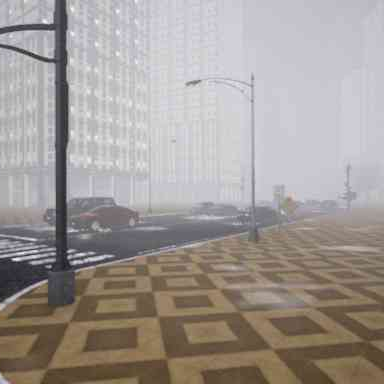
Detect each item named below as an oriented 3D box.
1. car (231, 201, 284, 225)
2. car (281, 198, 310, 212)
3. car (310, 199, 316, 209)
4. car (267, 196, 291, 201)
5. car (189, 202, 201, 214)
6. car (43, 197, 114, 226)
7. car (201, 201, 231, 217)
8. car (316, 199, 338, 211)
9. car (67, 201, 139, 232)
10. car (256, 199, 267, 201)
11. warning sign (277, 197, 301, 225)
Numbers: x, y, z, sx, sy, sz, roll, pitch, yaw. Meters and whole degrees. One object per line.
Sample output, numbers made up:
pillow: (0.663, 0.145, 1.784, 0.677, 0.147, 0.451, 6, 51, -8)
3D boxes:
car: (5.362, 1.713, 25.929, 2.033, 1.411, 5.357, 0, -1, 34)
car: (13.804, 1.833, 44.375, 1.812, 1.442, 4.674, 0, -1, 34)
car: (19.069, 1.869, 52.811, 1.837, 1.490, 4.892, 0, -1, 31)
car: (13.661, 1.680, 50.242, 2.150, 2.045, 5.566, 0, -1, 32)
car: (1.478, 1.791, 37.875, 1.812, 1.442, 4.674, 0, -1, 34)
car: (-7.889, 1.380, 24.174, 2.150, 2.045, 5.566, 0, -1, 34)
car: (3.131, 1.801, 34.534, 1.994, 1.385, 4.181, 0, -1, 34)
car: (19.529, 1.800, 47.299, 1.882, 1.535, 5.008, 0, 0, 32)
car: (-5.614, 1.615, 21.742, 1.882, 1.535, 5.008, 0, -1, 34)
car: (10.923, 1.810, 51.994, 2.128, 1.511, 4.902, 0, -1, 32)
warning sign: (6.727, 1.256, 23.033, 1.300, 1.860, 1.060, 0, 0, 34)
